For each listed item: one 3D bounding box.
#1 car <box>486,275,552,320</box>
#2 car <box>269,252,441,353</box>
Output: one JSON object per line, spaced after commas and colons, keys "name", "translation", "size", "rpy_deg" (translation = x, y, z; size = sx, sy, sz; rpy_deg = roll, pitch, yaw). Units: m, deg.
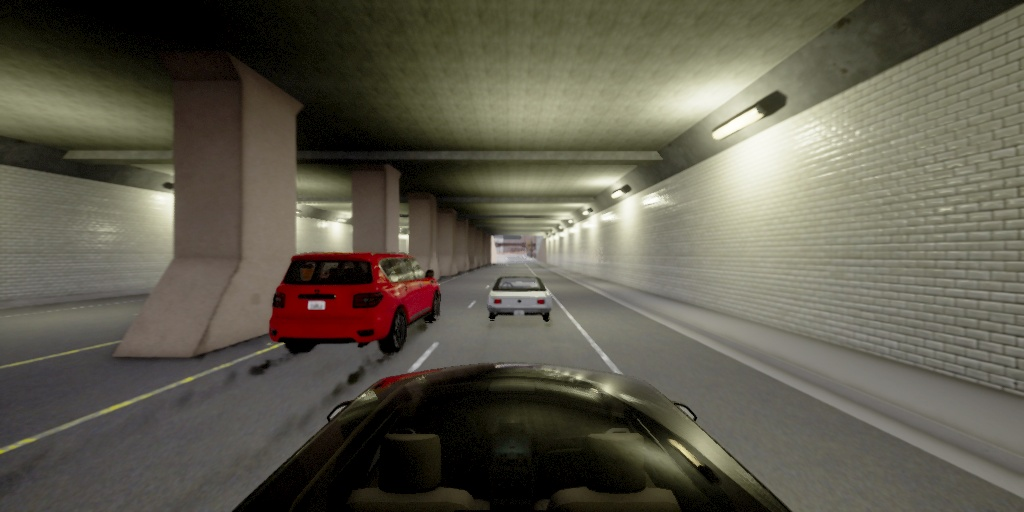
{"name": "car", "translation": [0.238, 1.300, 12.297], "size": [1.895, 1.301, 4.718], "rpy_deg": [0, 0, 1]}
{"name": "car", "translation": [-3.308, 0.923, 8.813], "size": [2.150, 2.045, 5.566], "rpy_deg": [0, 0, 1]}
